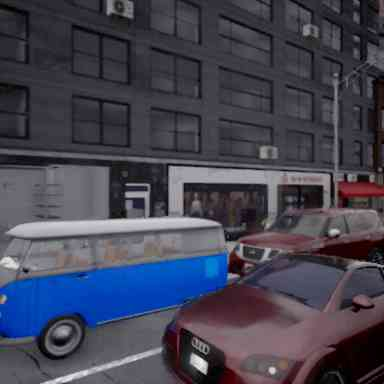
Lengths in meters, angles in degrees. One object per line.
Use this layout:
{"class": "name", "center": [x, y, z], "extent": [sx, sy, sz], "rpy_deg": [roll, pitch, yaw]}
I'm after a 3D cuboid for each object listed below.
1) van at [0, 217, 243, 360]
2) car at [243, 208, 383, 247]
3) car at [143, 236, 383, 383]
{"class": "van", "center": [-1.215, 1.361, 5.678], "extent": [3.998, 1.788, 1.690], "rpy_deg": [1, -1, -35]}
{"class": "car", "center": [3.335, 1.385, 8.919], "extent": [5.009, 1.841, 2.192], "rpy_deg": [1, -1, -35]}
{"class": "car", "center": [1.695, 1.599, 4.585], "extent": [4.181, 1.385, 1.994], "rpy_deg": [1, 0, -35]}
